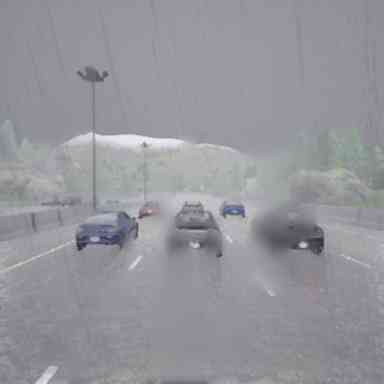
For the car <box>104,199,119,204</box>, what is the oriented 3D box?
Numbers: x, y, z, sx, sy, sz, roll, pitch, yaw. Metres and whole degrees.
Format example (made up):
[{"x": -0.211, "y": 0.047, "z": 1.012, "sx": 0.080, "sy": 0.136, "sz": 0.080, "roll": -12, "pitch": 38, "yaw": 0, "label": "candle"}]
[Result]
[{"x": -14.098, "y": 1.887, "z": 58.380, "sx": 1.994, "sy": 1.385, "sz": 4.181, "roll": 0, "pitch": -1, "yaw": 1, "label": "car"}]

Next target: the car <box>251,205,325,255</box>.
[{"x": 3.587, "y": 1.458, "z": 13.126, "sx": 1.837, "sy": 1.490, "sz": 4.892, "roll": 0, "pitch": 0, "yaw": 0, "label": "car"}]

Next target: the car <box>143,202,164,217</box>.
[{"x": -3.427, "y": 1.557, "z": 29.237, "sx": 1.994, "sy": 1.385, "sz": 4.181, "roll": 0, "pitch": 0, "yaw": 0, "label": "car"}]

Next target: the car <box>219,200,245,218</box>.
[{"x": 3.573, "y": 1.475, "z": 30.150, "sx": 1.882, "sy": 1.535, "sz": 5.008, "roll": 0, "pitch": 0, "yaw": 0, "label": "car"}]

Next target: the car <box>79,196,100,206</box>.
[{"x": -17.594, "y": 1.826, "z": 58.302, "sx": 1.837, "sy": 1.490, "sz": 4.892, "roll": 0, "pitch": -1, "yaw": 1, "label": "car"}]

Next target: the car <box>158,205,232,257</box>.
[{"x": 0.087, "y": 1.446, "z": 12.742, "sx": 2.128, "sy": 1.511, "sz": 4.902, "roll": 0, "pitch": 0, "yaw": 0, "label": "car"}]

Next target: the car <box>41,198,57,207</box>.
[{"x": -24.584, "y": 1.799, "z": 58.204, "sx": 1.882, "sy": 1.535, "sz": 5.008, "roll": 0, "pitch": -1, "yaw": 1, "label": "car"}]

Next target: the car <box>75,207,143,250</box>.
[{"x": -3.413, "y": 1.480, "z": 13.964, "sx": 1.812, "sy": 1.442, "sz": 4.674, "roll": 0, "pitch": 0, "yaw": 0, "label": "car"}]

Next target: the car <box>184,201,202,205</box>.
[{"x": 0.074, "y": 1.481, "z": 28.636, "sx": 2.128, "sy": 1.511, "sz": 4.902, "roll": 0, "pitch": 0, "yaw": 0, "label": "car"}]

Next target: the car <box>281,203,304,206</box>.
[{"x": 7.078, "y": 1.515, "z": 23.800, "sx": 2.033, "sy": 1.411, "sz": 5.357, "roll": 0, "pitch": 0, "yaw": 0, "label": "car"}]

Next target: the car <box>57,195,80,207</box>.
[{"x": -21.083, "y": 1.552, "z": 58.612, "sx": 2.150, "sy": 2.045, "sz": 5.566, "roll": 0, "pitch": -1, "yaw": 1, "label": "car"}]
